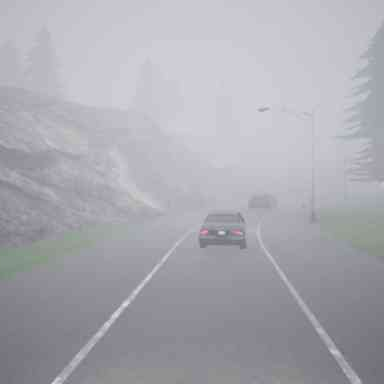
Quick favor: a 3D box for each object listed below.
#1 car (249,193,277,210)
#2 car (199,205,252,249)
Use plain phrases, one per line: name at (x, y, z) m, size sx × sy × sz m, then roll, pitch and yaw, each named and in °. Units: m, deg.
car at (6.845, 0.866, 31.998) m, size 2.128 × 1.511 × 4.902 m, roll -1°, pitch 2°, yaw 26°
car at (1.392, 1.465, 14.371) m, size 2.033 × 1.411 × 5.357 m, roll 0°, pitch 1°, yaw 8°
